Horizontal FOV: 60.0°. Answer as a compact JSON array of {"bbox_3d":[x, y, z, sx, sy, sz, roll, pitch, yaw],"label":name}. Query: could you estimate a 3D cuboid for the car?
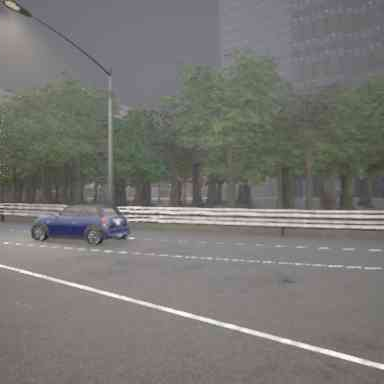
[{"bbox_3d":[-5.204,1.375,15.459,4.553,1.767,2.097,0,0,22],"label":"car"}]
